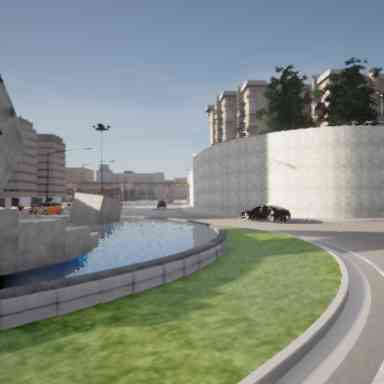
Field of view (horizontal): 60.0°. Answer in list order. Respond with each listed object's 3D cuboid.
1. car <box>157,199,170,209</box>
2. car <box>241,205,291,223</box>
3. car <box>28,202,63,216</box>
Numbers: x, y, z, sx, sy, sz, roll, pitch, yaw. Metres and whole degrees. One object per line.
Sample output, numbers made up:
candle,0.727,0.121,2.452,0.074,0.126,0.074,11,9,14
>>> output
car,-6.019,2.553,67.261,1.837,1.490,4.892,0,-1,-2
car,6.525,1.911,29.886,1.837,1.490,4.892,2,-2,-38
car,-17.999,2.090,41.010,2.097,1.767,4.553,-1,-1,14
